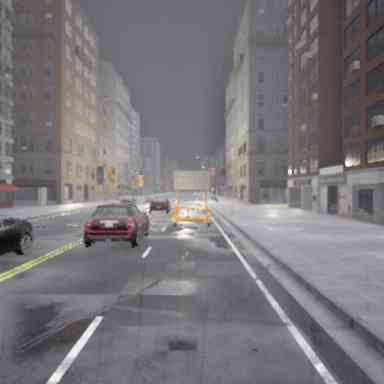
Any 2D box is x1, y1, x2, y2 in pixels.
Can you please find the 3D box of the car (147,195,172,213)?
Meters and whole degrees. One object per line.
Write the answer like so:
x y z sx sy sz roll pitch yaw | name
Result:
-3.147 1.273 33.872 1.882 1.535 5.008 0 0 0 | car

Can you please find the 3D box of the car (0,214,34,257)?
-6.602 1.430 10.044 2.128 1.511 4.902 0 0 0 | car

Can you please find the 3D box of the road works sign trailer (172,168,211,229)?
-0.006 0.339 20.637 2.380 3.560 2.880 0 0 0 | road works sign trailer

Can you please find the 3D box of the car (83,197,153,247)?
-3.153 1.262 14.765 2.097 1.767 4.553 0 0 0 | car

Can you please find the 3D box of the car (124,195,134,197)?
-9.830 1.241 51.493 2.033 1.411 5.357 0 0 0 | car
